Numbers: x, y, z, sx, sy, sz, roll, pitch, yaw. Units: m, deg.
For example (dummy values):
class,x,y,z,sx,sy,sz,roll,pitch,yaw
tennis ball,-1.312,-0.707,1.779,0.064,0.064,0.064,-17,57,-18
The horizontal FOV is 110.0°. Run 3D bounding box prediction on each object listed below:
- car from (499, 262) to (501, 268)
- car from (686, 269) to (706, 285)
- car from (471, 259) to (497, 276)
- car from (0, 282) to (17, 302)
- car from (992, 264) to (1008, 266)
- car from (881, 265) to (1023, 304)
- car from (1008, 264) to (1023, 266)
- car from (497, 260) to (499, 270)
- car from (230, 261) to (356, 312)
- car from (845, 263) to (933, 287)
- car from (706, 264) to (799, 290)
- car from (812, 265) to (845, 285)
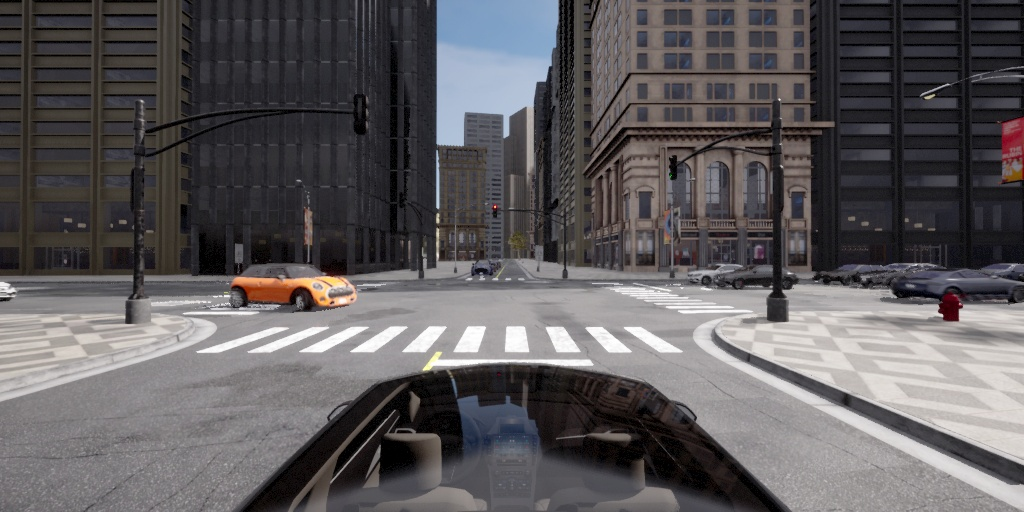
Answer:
class,x,y,z,sx,sy,sz,roll,pitch,yaw
car,-3.054,1.401,55.430,1.994,1.385,4.181,0,0,0
car,14.637,1.264,24.977,4.674,1.442,1.812,0,0,0
car,-3.048,1.146,37.627,2.097,1.767,4.553,0,0,0
car,-23.931,1.320,14.993,4.674,1.442,1.812,0,0,0
car,34.647,1.237,24.990,5.357,1.411,2.033,0,0,-1
car,18.696,1.218,15.028,4.181,1.385,1.994,0,0,0
car,33.684,1.231,21.732,4.181,1.385,1.994,0,0,0
car,-3.058,1.378,46.399,1.994,1.385,4.181,0,0,0
car,-8.398,1.081,13.870,4.553,1.767,2.097,0,0,16
car,23.812,1.183,21.730,4.902,1.511,2.128,0,0,0
car,14.702,1.240,21.716,4.674,1.442,1.812,0,0,-1
car,24.219,1.262,24.982,5.357,1.411,2.033,0,0,0
